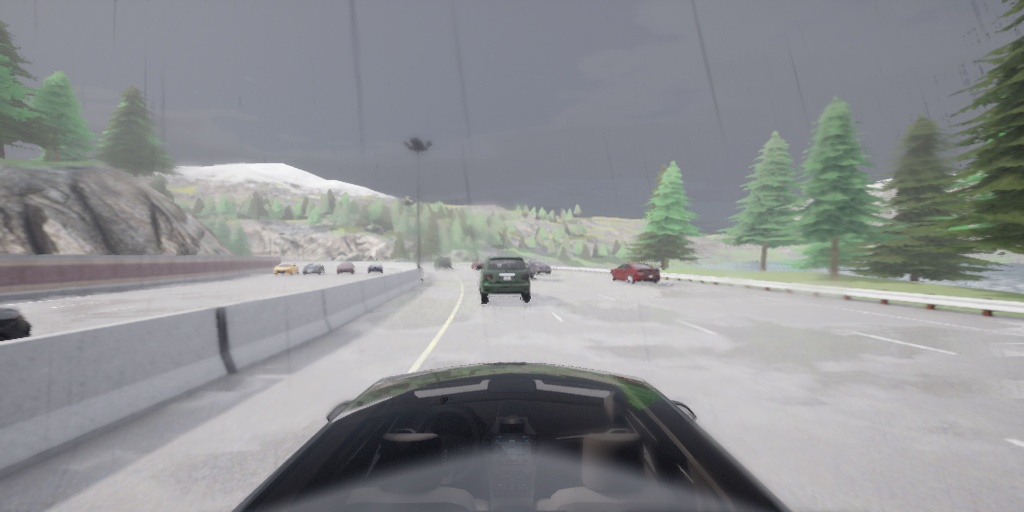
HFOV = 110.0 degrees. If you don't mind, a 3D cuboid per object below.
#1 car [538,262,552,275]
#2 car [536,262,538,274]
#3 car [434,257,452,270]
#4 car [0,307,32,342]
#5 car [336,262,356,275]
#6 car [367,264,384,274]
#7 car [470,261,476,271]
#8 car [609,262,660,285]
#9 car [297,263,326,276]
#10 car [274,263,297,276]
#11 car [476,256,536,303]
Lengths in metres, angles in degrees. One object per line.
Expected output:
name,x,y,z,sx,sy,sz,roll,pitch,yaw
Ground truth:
car,2.764,1.390,40.279,2.033,1.411,5.357,0,0,-15
car,0.666,1.365,32.699,1.812,1.442,4.674,0,0,-12
car,-12.047,1.275,62.320,2.150,2.045,5.566,0,0,-24
car,-10.689,1.390,5.345,1.812,1.442,4.674,0,0,-1
car,-21.163,1.568,45.907,1.882,1.535,5.008,0,0,-18
car,-17.759,1.661,46.837,1.895,1.301,4.718,0,0,-18
car,-4.781,1.431,52.858,1.882,1.535,5.008,0,0,-20
car,8.873,1.218,26.365,1.882,1.535,5.008,0,0,-9
car,-24.212,1.606,43.935,2.128,1.511,4.902,0,0,-18
car,-28.254,1.634,45.037,1.882,1.535,5.008,0,0,-18
car,-0.501,1.024,17.423,2.150,2.045,5.566,0,0,-7
